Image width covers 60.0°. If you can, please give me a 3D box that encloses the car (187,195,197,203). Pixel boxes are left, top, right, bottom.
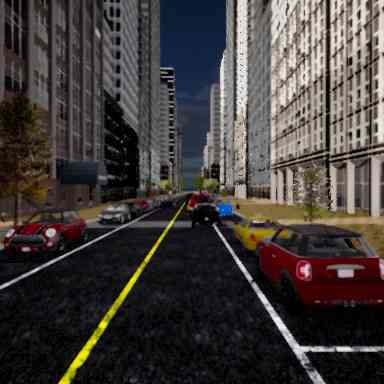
[{"bbox_3d":[-0.007,1.489,73.007,2.128,1.511,4.902,0,0,0],"label":"car"}]

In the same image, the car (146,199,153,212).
[{"bbox_3d":[-5.701,1.559,36.153,1.887,1.381,4.507,-1,0,0],"label":"car"}]

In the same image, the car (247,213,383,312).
[{"bbox_3d":[2.681,1.443,7.736,1.967,1.590,4.097,-1,0,0],"label":"car"}]

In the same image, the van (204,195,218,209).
[{"bbox_3d":[2.676,1.360,47.521,1.690,1.788,3.998,-1,0,0],"label":"van"}]

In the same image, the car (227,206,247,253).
[{"bbox_3d":[2.681,1.531,13.589,1.752,1.417,4.829,-1,0,0],"label":"car"}]

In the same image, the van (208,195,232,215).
[{"bbox_3d":[2.678,1.353,30.470,1.690,1.788,3.998,-1,0,0],"label":"van"}]

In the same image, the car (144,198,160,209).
[{"bbox_3d":[-5.702,1.601,47.520,1.802,1.307,4.206,-1,0,0],"label":"car"}]

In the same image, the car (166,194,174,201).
[{"bbox_3d":[-5.708,1.473,87.305,1.967,1.590,4.097,-1,0,0],"label":"car"}]

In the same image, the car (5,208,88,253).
[{"bbox_3d":[-5.700,1.445,13.419,1.967,1.590,4.097,-1,0,0],"label":"car"}]

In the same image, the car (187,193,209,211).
[{"bbox_3d":[0.821,1.236,32.831,2.150,2.045,5.566,0,0,-1],"label":"car"}]

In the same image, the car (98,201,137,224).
[{"bbox_3d":[-5.700,1.560,24.785,2.008,1.369,4.403,-1,0,0],"label":"car"}]

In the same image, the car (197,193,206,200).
[{"bbox_3d":[2.671,1.350,92.990,2.192,1.841,5.009,-1,0,0],"label":"car"}]

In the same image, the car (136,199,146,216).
[{"bbox_3d":[-5.701,1.578,30.469,1.947,1.339,4.313,-1,0,0],"label":"car"}]

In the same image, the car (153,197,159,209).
[{"bbox_3d":[-5.703,1.567,41.836,2.008,1.369,4.403,-1,0,0],"label":"car"}]

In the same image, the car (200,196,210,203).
[{"bbox_3d":[2.676,1.578,70.255,2.008,1.369,4.403,-1,0,0],"label":"car"}]

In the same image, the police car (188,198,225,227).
[{"bbox_3d":[0.897,1.435,22.926,1.930,1.638,5.238,0,0,0],"label":"police car"}]

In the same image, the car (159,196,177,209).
[{"bbox_3d":[-3.090,1.582,44.550,1.994,1.385,4.181,0,0,0],"label":"car"}]

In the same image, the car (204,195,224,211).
[{"bbox_3d":[2.676,1.332,41.837,2.192,1.841,5.009,-1,0,0],"label":"car"}]
